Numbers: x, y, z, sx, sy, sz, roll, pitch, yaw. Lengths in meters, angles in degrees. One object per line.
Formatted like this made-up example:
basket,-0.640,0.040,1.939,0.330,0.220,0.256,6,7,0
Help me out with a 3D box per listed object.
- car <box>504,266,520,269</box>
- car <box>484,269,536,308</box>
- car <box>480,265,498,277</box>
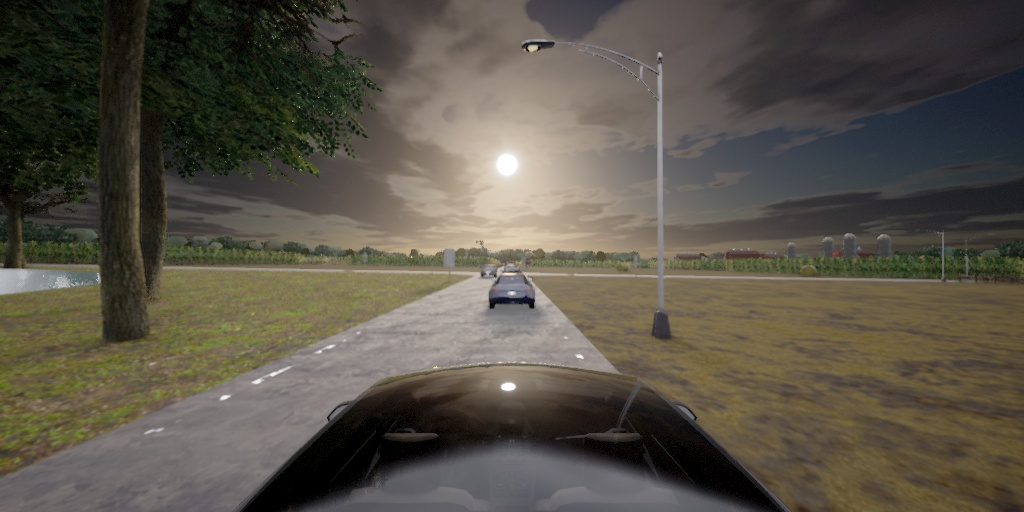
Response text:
car,0.013,1.612,31.167,1.837,1.490,4.892,0,0,0
car,0.006,1.471,16.213,1.994,1.385,4.181,0,-1,0
car,-2.741,1.788,43.312,2.128,1.511,4.902,0,-1,0
